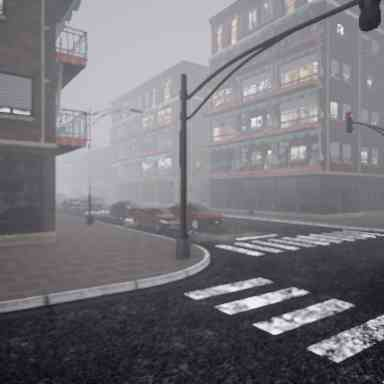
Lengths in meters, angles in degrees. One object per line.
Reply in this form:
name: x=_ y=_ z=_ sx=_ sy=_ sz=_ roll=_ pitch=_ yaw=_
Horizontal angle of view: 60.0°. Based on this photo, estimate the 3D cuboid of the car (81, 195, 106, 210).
car: x=-11.490 y=1.370 z=37.624 sx=1.994 sy=1.385 sz=4.181 roll=0 pitch=0 yaw=-35

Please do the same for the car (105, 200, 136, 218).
car: x=-5.731 y=1.458 z=29.490 sx=1.994 sy=1.385 sz=4.181 roll=0 pitch=0 yaw=-35

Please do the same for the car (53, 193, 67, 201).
car: x=-28.287 y=1.042 z=71.246 sx=1.752 sy=1.417 sz=4.829 roll=1 pitch=0 yaw=-35

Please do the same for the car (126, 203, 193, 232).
car: x=-2.070 y=1.565 z=19.875 sx=1.802 sy=1.307 sz=4.206 roll=1 pitch=0 yaw=-35

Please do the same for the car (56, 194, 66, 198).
car: x=-24.355 y=1.070 z=61.230 sx=1.882 sy=1.535 sz=5.008 roll=0 pitch=0 yaw=-36

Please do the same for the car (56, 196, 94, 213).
car: x=-11.956 y=1.377 z=33.790 sx=2.008 sy=1.369 sz=4.403 roll=1 pitch=0 yaw=-35

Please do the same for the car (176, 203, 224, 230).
car: x=0.017 y=1.465 z=21.397 sx=1.882 sy=1.535 sz=5.008 roll=0 pitch=0 yaw=-35
